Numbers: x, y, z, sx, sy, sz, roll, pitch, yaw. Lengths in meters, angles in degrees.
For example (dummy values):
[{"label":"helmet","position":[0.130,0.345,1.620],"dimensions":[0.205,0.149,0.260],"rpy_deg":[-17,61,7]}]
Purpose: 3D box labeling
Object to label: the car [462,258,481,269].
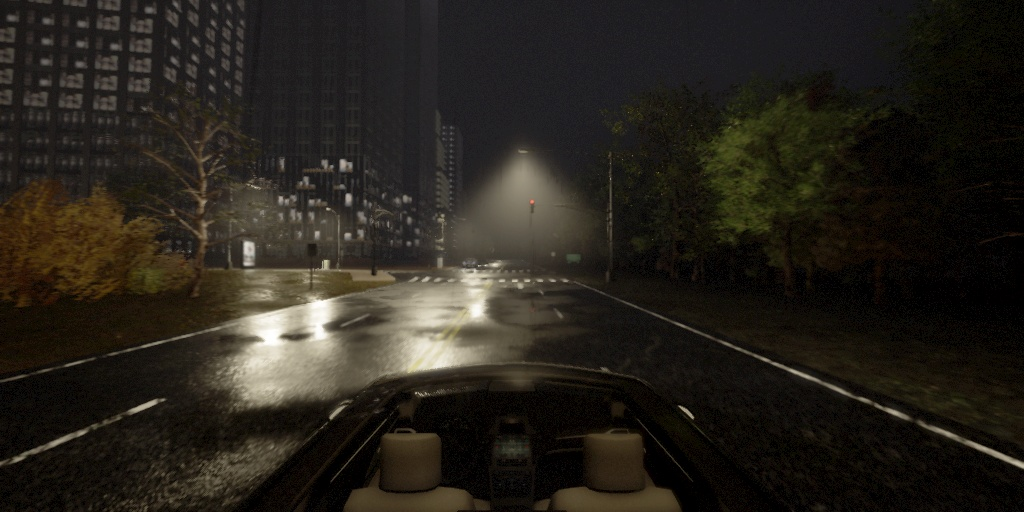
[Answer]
[{"label":"car","position":[-6.491,1.089,56.333],"dimensions":[2.097,1.767,4.553],"rpy_deg":[0,-1,0]}]
